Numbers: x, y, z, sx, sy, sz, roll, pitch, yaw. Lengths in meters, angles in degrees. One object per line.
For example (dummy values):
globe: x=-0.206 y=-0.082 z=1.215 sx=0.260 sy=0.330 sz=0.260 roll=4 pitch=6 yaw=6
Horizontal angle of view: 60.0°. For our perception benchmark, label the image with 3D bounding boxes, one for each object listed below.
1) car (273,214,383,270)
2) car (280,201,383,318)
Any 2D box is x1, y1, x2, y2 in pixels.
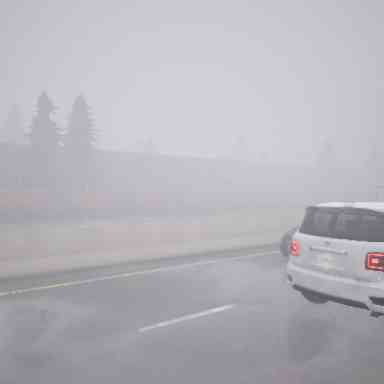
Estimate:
car: x=5.027 y=1.583 z=11.668 sx=4.181 sy=1.385 sz=1.994 roll=0 pitch=0 yaw=-35
car: x=4.391 y=1.229 z=6.947 sx=5.566 sy=2.045 sz=2.150 roll=1 pitch=-1 yaw=-35
